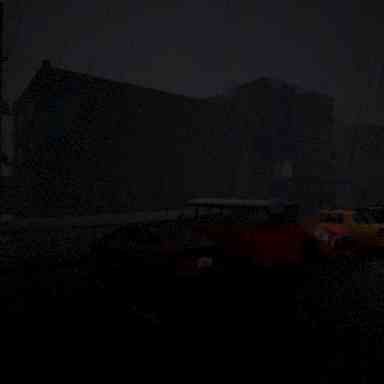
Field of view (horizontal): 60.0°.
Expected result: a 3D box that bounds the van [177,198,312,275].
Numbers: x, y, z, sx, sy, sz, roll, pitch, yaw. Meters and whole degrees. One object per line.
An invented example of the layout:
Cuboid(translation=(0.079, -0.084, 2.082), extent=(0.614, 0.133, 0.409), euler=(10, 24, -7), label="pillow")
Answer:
Cuboid(translation=(1.183, 1.204, 10.438), extent=(1.878, 1.987, 4.442), euler=(-1, 0, -36), label="van")

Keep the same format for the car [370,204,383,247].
Cuboid(translation=(5.624, 1.384, 13.692), extent=(1.946, 1.575, 5.366), euler=(-1, 0, -36), label="car")

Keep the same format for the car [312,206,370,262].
Cuboid(translation=(3.448, 1.283, 11.949), extent=(2.185, 1.767, 4.553), euler=(-1, 0, -36), label="car")

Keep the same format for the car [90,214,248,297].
Cuboid(translation=(-1.081, 1.481, 8.714), extent=(2.163, 1.488, 4.792), euler=(-1, 0, -36), label="car")
